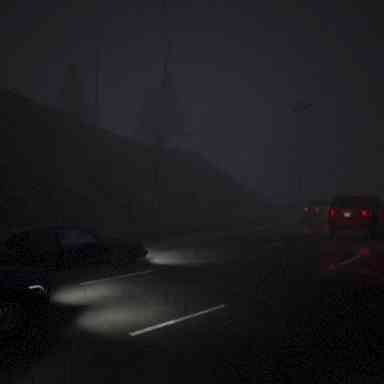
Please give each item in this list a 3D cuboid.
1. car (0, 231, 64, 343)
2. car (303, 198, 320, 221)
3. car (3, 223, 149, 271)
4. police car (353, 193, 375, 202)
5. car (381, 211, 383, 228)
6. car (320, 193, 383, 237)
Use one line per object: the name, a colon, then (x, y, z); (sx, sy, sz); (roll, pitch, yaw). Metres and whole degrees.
car: (-4.606, 1.609, 4.923); (4.674, 1.442, 1.812); (-1, 0, -35)
car: (10.103, 1.273, 25.635); (2.097, 1.767, 4.553); (-1, 0, 32)
car: (-3.972, 1.633, 9.641); (5.357, 1.411, 2.033); (-1, 0, -38)
police car: (30.968, 0.948, 59.957); (1.930, 1.638, 5.238); (-1, 0, 9)
car: (8.639, 1.414, 12.082); (1.837, 1.490, 4.892); (-1, 0, 43)
car: (8.974, 1.139, 17.774); (2.150, 2.045, 5.566); (-1, 0, 38)
